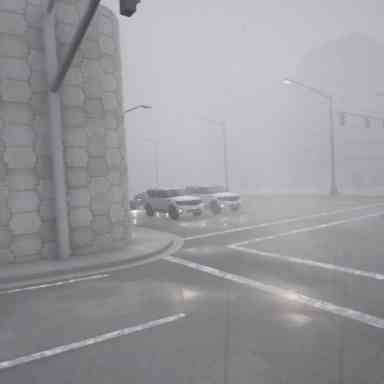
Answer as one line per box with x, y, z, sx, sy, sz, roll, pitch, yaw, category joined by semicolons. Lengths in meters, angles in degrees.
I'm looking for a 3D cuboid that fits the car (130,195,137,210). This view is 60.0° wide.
-6.883;1.019;31.314;1.994;1.385;4.181;-5;3;-35;car

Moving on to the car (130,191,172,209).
-4.232;0.715;33.612;2.128;1.511;4.902;-5;3;-35;car

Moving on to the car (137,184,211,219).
-1.464;0.679;23.612;2.150;2.045;5.566;-5;3;-35;car

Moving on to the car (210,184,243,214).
1.383;0.448;25.636;2.150;2.045;5.566;-5;3;-35;car
